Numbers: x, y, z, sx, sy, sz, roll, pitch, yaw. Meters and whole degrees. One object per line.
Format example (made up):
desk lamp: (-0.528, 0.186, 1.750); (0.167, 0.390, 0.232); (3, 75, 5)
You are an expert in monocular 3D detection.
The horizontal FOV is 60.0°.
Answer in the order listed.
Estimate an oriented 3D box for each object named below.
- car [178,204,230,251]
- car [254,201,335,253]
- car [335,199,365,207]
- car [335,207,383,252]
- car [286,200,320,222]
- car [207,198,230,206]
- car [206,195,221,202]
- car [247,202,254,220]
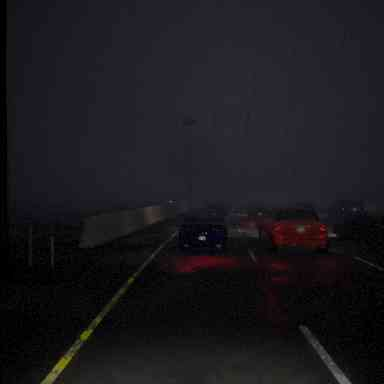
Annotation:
car: (0.551, 1.482, 14.240); (1.882, 1.535, 5.008); (0, 0, 4)
car: (4.038, 1.363, 13.947); (2.097, 1.767, 4.553); (0, 0, 4)
car: (12.575, 1.364, 27.140); (2.097, 1.767, 4.553); (0, 0, 9)
car: (7.531, 1.560, 13.713); (2.033, 1.411, 5.357); (0, 0, 4)
car: (9.119, 1.514, 27.695); (1.837, 1.490, 4.892); (0, 0, 9)
car: (2.199, 1.514, 28.747); (1.837, 1.490, 4.892); (0, 0, 9)
car: (5.014, 1.515, 77.672); (2.128, 1.511, 4.902); (0, 0, 22)
car: (5.659, 1.530, 28.221); (1.812, 1.442, 4.674); (0, 0, 9)
